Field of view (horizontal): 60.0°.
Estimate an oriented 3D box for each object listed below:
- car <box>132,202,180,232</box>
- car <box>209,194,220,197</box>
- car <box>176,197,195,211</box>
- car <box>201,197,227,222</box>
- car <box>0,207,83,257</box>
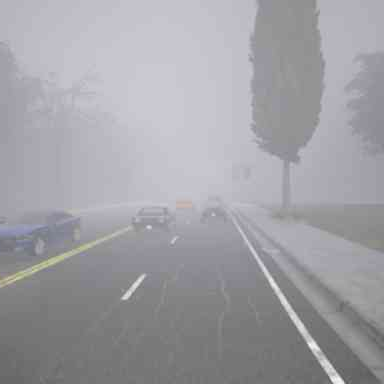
[{"bbox_3d":[-2.034,1.498,19.279,1.895,1.301,4.718,0,0,4],"label":"car"},{"bbox_3d":[2.827,1.160,41.749,2.097,1.767,4.553,0,0,4],"label":"car"},{"bbox_3d":[-0.714,1.303,37.725,1.882,1.535,5.008,0,0,4],"label":"car"},{"bbox_3d":[1.650,1.396,25.259,1.812,1.442,4.674,0,0,4],"label":"car"},{"bbox_3d":[-5.954,1.405,12.909,1.882,1.535,5.008,0,0,4],"label":"car"}]
